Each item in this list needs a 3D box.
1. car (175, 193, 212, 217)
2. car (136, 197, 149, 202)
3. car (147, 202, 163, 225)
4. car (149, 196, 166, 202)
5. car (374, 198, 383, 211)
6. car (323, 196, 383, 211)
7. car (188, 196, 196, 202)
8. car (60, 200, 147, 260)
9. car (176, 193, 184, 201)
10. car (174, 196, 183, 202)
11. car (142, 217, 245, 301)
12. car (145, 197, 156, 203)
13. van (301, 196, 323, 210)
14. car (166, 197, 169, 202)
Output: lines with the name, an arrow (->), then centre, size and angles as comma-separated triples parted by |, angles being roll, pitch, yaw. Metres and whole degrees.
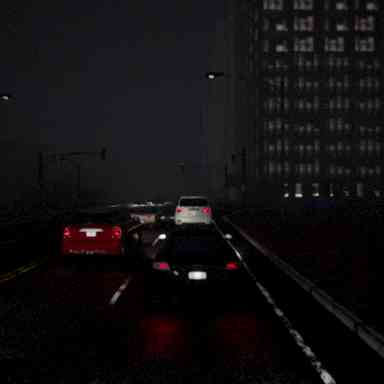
car -> 0.086, 1.212, 20.868 | 2.150, 2.045, 5.566 | 0, 0, 0
car -> -9.817, 1.705, 63.559 | 1.895, 1.301, 4.718 | 0, 0, 1
car -> -3.170, 1.592, 22.565 | 1.895, 1.301, 4.718 | 0, 0, 0
car -> -6.575, 1.609, 63.630 | 1.837, 1.490, 4.892 | 0, 0, 0
car -> 24.782, 1.455, 39.252 | 5.357, 1.411, 2.033 | 0, -2, -1
car -> 16.297, 1.318, 33.727 | 4.829, 1.417, 1.752 | 0, -1, -1
car -> -0.052, 1.745, 82.582 | 2.033, 1.411, 5.357 | 0, 0, 0
car -> -3.158, 1.340, 12.531 | 2.097, 1.767, 4.553 | 0, 0, 0
car -> -3.309, 1.383, 93.034 | 2.150, 2.045, 5.566 | 0, 0, 0
car -> -3.302, 1.683, 82.581 | 1.882, 1.535, 5.008 | 0, 0, 0
car -> 0.097, 1.554, 8.332 | 1.994, 1.385, 4.181 | 0, 0, 0
car -> -9.800, 1.783, 78.969 | 1.895, 1.301, 4.718 | 0, 0, 0
van -> 15.911, 1.369, 41.749 | 3.998, 1.788, 1.690 | 0, -1, -1
car -> -6.550, 1.783, 79.001 | 1.895, 1.301, 4.718 | 0, 0, 0
